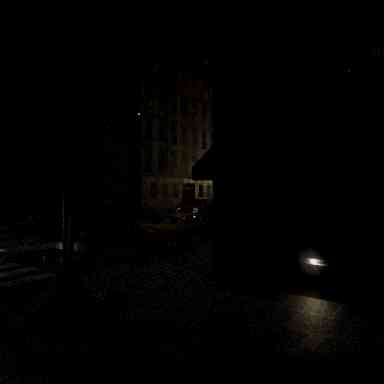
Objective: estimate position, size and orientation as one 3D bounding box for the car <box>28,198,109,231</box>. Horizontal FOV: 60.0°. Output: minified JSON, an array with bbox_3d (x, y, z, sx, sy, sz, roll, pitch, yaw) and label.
[{"bbox_3d":[-6.931,1.282,19.670,2.192,1.841,5.009,0,0,36],"label":"car"}]

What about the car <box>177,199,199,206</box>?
[{"bbox_3d":[0.676,1.321,25.948,2.097,1.767,4.553,0,0,35],"label":"car"}]

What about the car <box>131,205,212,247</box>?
[{"bbox_3d":[-0.308,1.530,15.136,1.752,1.417,4.829,0,0,36],"label":"car"}]

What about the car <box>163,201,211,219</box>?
[{"bbox_3d":[-0.330,1.521,28.912,1.947,1.339,4.313,0,0,36],"label":"car"}]

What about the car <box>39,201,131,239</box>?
[{"bbox_3d":[-5.159,1.457,17.779,1.882,1.535,5.008,0,0,34],"label":"car"}]

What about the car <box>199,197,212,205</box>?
[{"bbox_3d":[2.896,1.314,19.618,2.192,1.841,5.009,0,0,36],"label":"car"}]
